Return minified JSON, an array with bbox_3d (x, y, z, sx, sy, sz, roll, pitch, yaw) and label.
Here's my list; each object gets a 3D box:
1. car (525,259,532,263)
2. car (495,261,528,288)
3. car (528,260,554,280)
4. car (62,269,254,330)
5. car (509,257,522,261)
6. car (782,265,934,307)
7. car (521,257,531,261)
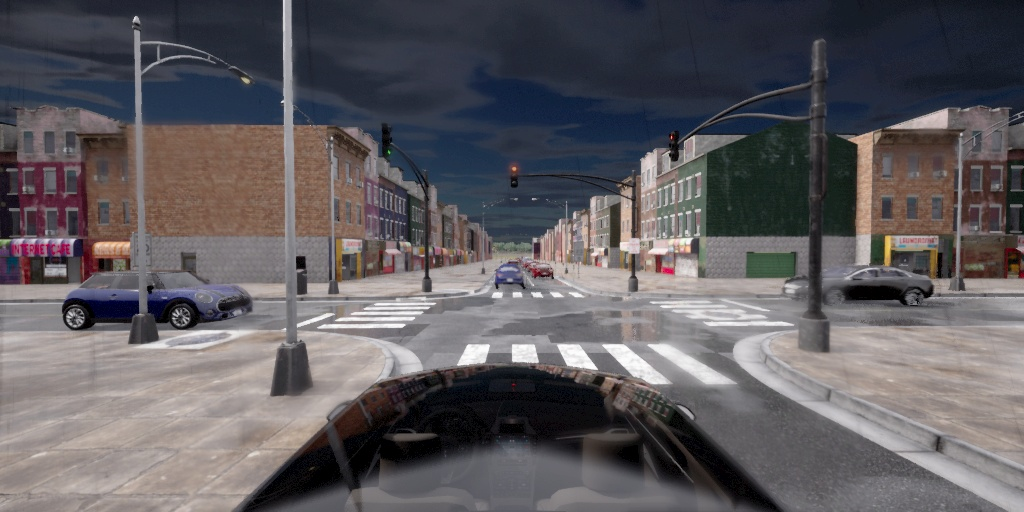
[{"bbox_3d":[2.719,1.329,42.720,1.802,1.307,4.207,0,0,0],"label":"car"},{"bbox_3d":[-0.123,1.272,23.600,1.812,1.442,4.674,0,0,0],"label":"car"},{"bbox_3d":[2.697,1.292,31.655,1.888,1.381,4.507,0,0,0],"label":"car"},{"bbox_3d":[-10.791,1.203,11.184,4.553,1.767,2.097,0,1,0],"label":"car"},{"bbox_3d":[0.216,1.225,59.293,1.882,1.535,5.008,0,0,0],"label":"car"},{"bbox_3d":[13.425,1.125,14.097,4.902,1.511,2.128,0,1,1],"label":"car"},{"bbox_3d":[2.742,1.292,53.785,1.888,1.381,4.507,0,0,0],"label":"car"}]
